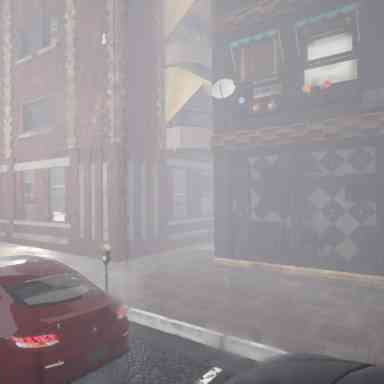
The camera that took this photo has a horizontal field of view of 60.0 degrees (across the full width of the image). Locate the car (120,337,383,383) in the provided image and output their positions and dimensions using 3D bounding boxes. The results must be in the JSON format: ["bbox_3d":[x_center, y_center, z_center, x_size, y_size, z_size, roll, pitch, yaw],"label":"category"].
[{"bbox_3d":[1.909,1.566,1.487,4.313,1.339,1.947,0,-1,35],"label":"car"}]

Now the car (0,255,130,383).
[{"bbox_3d":[-2.703,1.583,4.762,4.206,1.307,1.802,0,-1,35],"label":"car"}]
